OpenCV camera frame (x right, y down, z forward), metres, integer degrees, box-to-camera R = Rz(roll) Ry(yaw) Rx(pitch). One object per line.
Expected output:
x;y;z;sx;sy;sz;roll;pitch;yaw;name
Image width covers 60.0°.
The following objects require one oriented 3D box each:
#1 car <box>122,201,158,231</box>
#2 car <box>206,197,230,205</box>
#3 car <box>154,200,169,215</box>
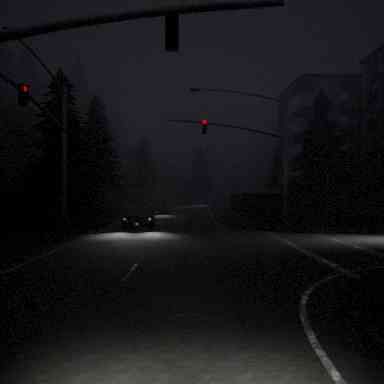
-3.289;1.525;20.883;1.812;1.442;4.674;0;0;-5;car
4.459;1.601;57.375;1.895;1.301;4.718;0;0;41;car
-3.422;1.547;34.786;2.033;1.411;5.357;0;0;2;car
